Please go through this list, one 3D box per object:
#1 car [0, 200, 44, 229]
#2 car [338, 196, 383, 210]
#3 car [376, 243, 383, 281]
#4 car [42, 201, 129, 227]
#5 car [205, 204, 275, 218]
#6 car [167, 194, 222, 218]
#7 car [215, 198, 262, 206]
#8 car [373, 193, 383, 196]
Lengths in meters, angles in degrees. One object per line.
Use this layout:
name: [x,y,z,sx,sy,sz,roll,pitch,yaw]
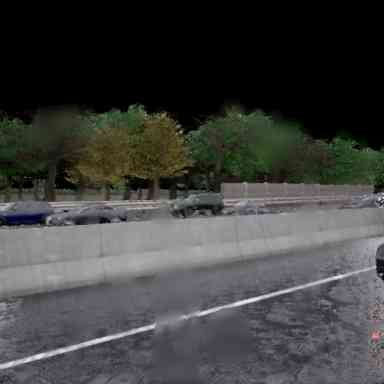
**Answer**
car: [-10.967,1.348,21.075,4.553,1.767,2.097,0,0,-38]
car: [16.763,1.389,33.112,5.357,1.411,2.033,-1,0,-35]
car: [6.493,1.497,8.368,4.892,1.490,1.837,0,0,-35]
car: [-6.392,1.485,20.801,4.902,1.511,2.128,0,0,-35]
car: [3.317,1.579,19.242,4.718,1.301,1.895,0,0,-35]
car: [0.467,1.181,29.984,5.566,2.045,2.150,0,0,-37]
car: [4.613,1.469,28.756,4.674,1.442,1.812,-1,0,-36]
car: [28.052,0.993,49.688,4.553,1.767,2.097,-1,0,-35]
